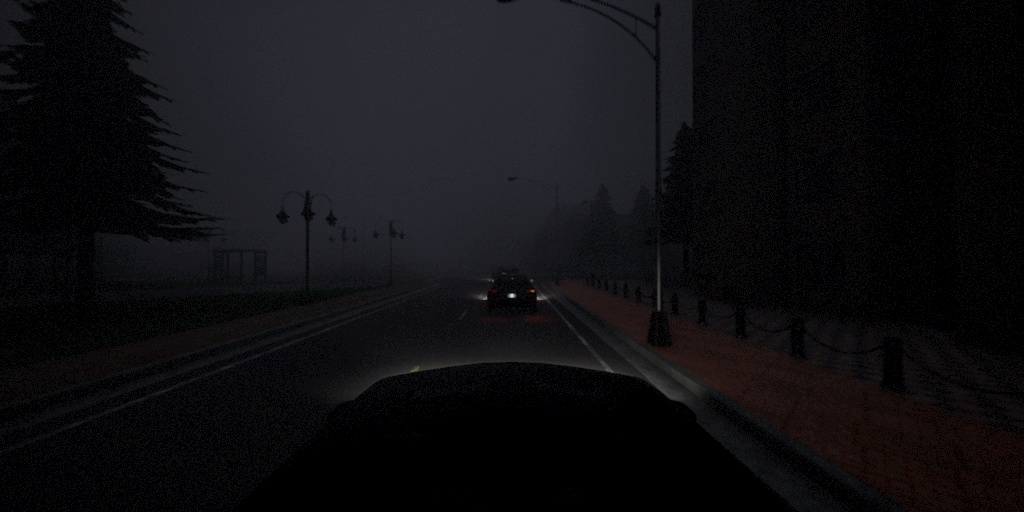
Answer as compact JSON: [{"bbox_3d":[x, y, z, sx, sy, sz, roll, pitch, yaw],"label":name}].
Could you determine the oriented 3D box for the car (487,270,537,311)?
[{"bbox_3d":[0.010,1.464,15.282,1.994,1.385,4.181,0,-1,0],"label":"car"}]

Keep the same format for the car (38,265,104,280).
[{"bbox_3d":[-43.305,1.608,35.264,5.008,1.535,1.882,0,-1,0],"label":"car"}]

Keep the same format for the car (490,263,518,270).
[{"bbox_3d":[-0.555,1.558,30.190,2.128,1.511,4.902,0,-1,-13],"label":"car"}]
